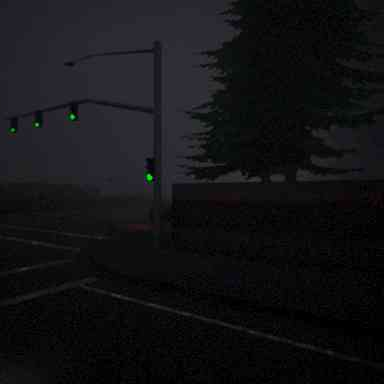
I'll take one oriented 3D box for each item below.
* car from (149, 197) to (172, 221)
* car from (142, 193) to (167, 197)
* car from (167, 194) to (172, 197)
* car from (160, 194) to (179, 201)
[{"bbox_3d":[-0.956,1.367,24.002,1.882,1.535,5.008,0,0,35],"label":"car"},{"bbox_3d":[-8.216,1.057,69.830,4.605,1.855,1.932,0,0,35],"label":"car"},{"bbox_3d":[-6.700,1.267,72.045,3.905,1.438,1.784,0,0,35],"label":"car"},{"bbox_3d":[-5.019,1.299,74.401,3.806,1.475,1.970,0,0,35],"label":"car"}]
